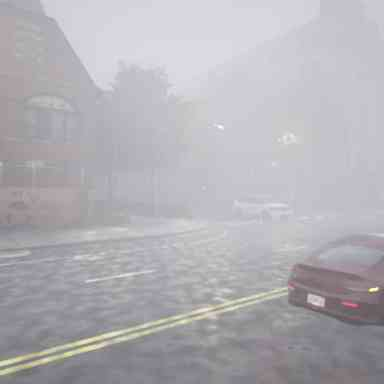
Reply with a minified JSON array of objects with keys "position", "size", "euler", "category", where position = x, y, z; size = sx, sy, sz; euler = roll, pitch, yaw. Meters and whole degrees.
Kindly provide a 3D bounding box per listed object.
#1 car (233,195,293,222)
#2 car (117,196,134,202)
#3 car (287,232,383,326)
[{"position":[5.536,1.246,26.771],"size":[2.150,2.045,5.566],"euler":[0,0,-29],"category":"car"},{"position":[-9.752,1.437,48.328],"size":[2.097,1.767,4.553],"euler":[0,0,-36],"category":"car"},{"position":[3.818,1.527,6.546],"size":[4.674,1.442,1.812],"euler":[0,0,-35],"category":"car"}]
